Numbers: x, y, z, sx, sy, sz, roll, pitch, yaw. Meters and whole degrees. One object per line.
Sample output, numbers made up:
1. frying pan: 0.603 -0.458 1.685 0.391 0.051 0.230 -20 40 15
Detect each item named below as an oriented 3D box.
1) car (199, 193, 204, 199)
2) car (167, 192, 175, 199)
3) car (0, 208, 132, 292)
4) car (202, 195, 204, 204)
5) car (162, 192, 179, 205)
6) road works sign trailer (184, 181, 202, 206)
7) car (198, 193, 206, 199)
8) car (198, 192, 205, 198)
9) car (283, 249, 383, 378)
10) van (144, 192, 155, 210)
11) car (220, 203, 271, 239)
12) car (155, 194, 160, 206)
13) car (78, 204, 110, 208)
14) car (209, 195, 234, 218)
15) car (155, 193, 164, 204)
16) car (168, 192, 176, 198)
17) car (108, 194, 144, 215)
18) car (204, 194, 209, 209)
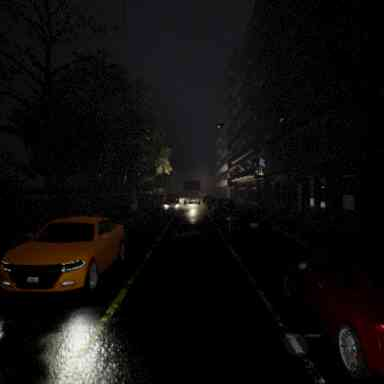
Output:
1. car: 2.682 1.218 55.853 1.947 1.339 4.313 0 0 0
2. car: -5.704 0.919 89.631 1.967 1.590 4.097 0 0 0
3. car: -3.100 1.416 8.968 1.882 1.535 5.008 0 0 0
4. car: 2.683 1.298 44.591 1.802 1.307 4.206 0 0 0
5. car: -3.082 1.029 51.489 2.097 1.767 4.553 0 0 0
6. road works sign trailer: -0.006 0.163 47.606 2.380 3.560 2.880 0 0 0
7. car: 2.676 1.023 89.633 1.887 1.381 4.507 0 0 0
8. car: 2.675 0.892 95.262 1.967 1.590 4.097 0 0 0
9. car: 2.690 1.546 5.180 1.802 1.307 4.206 0 0 0
10. van: -5.696 1.090 38.957 1.690 1.788 3.998 0 0 0
11. car: 2.688 1.454 16.440 1.947 1.339 4.313 0 0 0
12. car: -5.697 1.298 44.589 1.802 1.307 4.206 0 0 0
13. car: -5.692 1.454 16.439 1.947 1.339 4.313 0 0 0
14. car: 2.686 1.256 27.699 1.967 1.590 4.097 0 0 0
15. car: -5.698 1.229 50.219 1.887 1.381 4.507 0 0 0
16. car: -5.705 0.893 95.259 1.967 1.590 4.097 0 0 0
17. car: -5.694 1.131 27.697 2.192 1.841 5.009 0 0 0
18. car: 2.685 1.273 39.130 1.752 1.417 4.829 0 0 0
